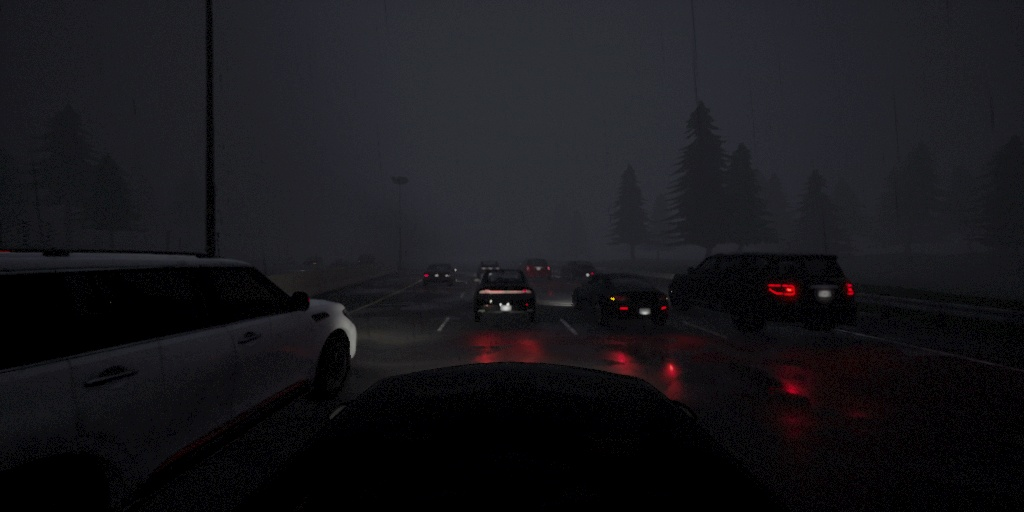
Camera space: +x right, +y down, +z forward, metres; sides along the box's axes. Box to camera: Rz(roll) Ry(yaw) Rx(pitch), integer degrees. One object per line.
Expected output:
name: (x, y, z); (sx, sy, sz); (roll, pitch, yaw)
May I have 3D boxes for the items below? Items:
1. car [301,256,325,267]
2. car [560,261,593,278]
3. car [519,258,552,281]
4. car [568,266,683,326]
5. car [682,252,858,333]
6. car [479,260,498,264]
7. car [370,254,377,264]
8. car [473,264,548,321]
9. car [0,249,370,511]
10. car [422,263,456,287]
car: (-27.600, 0.698, 49.931); (1.837, 1.490, 4.892); (0, 0, -15)
car: (5.204, 1.102, 28.561); (1.837, 1.490, 4.892); (0, 0, -7)
car: (1.681, 0.956, 28.414); (2.097, 1.767, 4.553); (0, 0, -7)
car: (3.257, 1.218, 11.369); (1.812, 1.442, 4.674); (0, 0, -3)
car: (6.810, 0.912, 10.620); (2.150, 2.045, 5.566); (0, 0, -2)
car: (-1.905, 1.100, 28.879); (2.128, 1.511, 4.902); (0, 0, -8)
car: (-20.838, 0.765, 51.742); (2.150, 2.045, 5.566); (0, 0, -15)
car: (-0.289, 1.186, 12.132); (2.128, 1.511, 4.902); (0, 0, -3)
car: (-3.465, 0.970, 3.203); (2.150, 2.045, 5.566); (0, 0, -1)
car: (-4.734, 1.189, 23.678); (2.033, 1.411, 5.357); (0, 0, -7)
